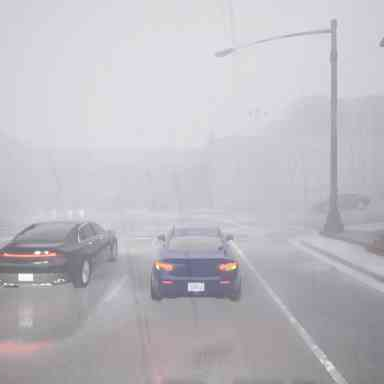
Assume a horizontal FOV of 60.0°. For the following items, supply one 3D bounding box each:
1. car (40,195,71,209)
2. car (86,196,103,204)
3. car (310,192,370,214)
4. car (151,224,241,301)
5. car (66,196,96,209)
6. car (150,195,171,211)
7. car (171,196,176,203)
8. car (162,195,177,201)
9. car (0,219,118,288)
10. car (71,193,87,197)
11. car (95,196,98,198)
[{"bbox_3d":[-18.188,1.352,43.941,2.097,1.767,4.553,0,0,-1],"label":"car"},{"bbox_3d":[-18.587,1.505,63.641,1.837,1.490,4.892,0,0,-1],"label":"car"},{"bbox_3d":[12.540,0.891,28.391,4.892,1.490,1.837,-7,0,0],"label":"car"},{"bbox_3d":[0.091,1.526,8.230,1.812,1.442,4.674,0,0,0],"label":"car"},{"bbox_3d":[-14.697,1.601,44.306,1.895,1.301,4.718,0,0,-1],"label":"car"},{"bbox_3d":[-3.923,1.352,40.159,2.097,1.767,4.553,0,0,-3],"label":"car"},{"bbox_3d":[-4.552,1.526,68.400,1.812,1.442,4.674,0,0,-1],"label":"car"},{"bbox_3d":[-5.785,1.553,85.284,1.994,1.385,4.181,0,0,24],"label":"car"},{"bbox_3d":[-3.399,1.505,9.243,1.837,1.490,4.892,0,0,0],"label":"car"},{"bbox_3d":[-18.404,1.221,53.492,2.150,2.045,5.566,0,0,-1],"label":"car"},{"bbox_3d":[-14.909,1.478,53.702,1.882,1.535,5.008,0,0,-1],"label":"car"}]
